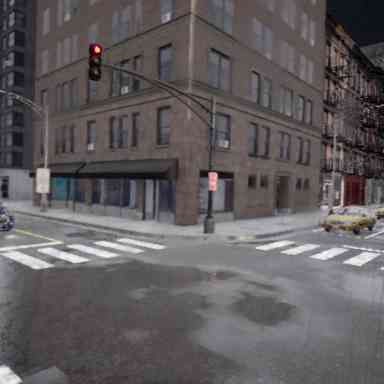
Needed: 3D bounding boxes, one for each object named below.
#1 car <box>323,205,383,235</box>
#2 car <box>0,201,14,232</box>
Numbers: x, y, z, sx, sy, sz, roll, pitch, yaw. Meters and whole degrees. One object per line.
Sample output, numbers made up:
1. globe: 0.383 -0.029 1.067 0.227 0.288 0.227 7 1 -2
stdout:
1. car: 8.649 1.392 18.080 1.752 1.417 4.829 3 2 42
2. car: -9.805 0.805 14.839 4.553 1.767 2.097 2 1 39
